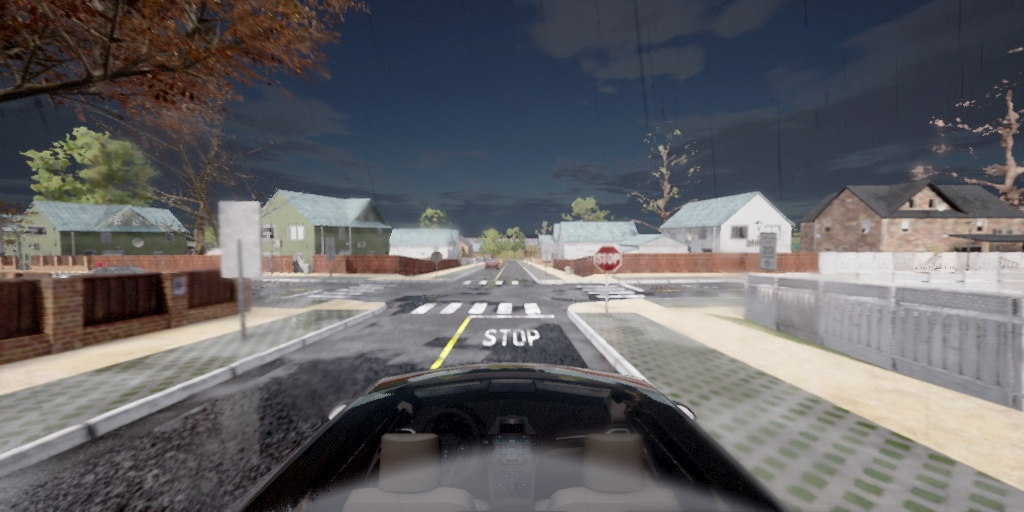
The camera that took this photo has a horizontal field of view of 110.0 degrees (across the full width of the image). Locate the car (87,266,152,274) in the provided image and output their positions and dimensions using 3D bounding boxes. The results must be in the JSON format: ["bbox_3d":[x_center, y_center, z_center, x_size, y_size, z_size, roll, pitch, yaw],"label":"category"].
[{"bbox_3d":[-24.717,1.400,22.808,4.892,1.490,1.837,0,3,14],"label":"car"}]

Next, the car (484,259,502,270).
[{"bbox_3d":[-2.808,1.210,50.724,1.882,1.535,5.008,0,0,0],"label":"car"}]
